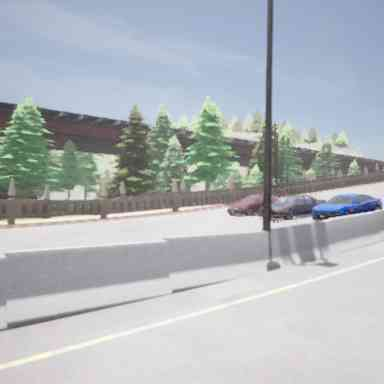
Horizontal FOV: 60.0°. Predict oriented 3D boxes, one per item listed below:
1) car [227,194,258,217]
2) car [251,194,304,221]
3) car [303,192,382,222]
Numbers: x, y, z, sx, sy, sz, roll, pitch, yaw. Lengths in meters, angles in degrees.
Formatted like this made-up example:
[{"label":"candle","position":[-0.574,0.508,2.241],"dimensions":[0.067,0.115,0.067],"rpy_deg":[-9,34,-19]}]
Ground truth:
[{"label":"car","position":[4.709,0.896,24.544],"dimensions":[4.674,1.442,1.812],"rpy_deg":[-5,3,-35]},{"label":"car","position":[6.668,0.924,21.643],"dimensions":[5.357,1.411,2.033],"rpy_deg":[-5,3,-35]},{"label":"car","position":[8.846,0.841,18.896],"dimensions":[5.008,1.535,1.882],"rpy_deg":[-5,3,-35]}]
